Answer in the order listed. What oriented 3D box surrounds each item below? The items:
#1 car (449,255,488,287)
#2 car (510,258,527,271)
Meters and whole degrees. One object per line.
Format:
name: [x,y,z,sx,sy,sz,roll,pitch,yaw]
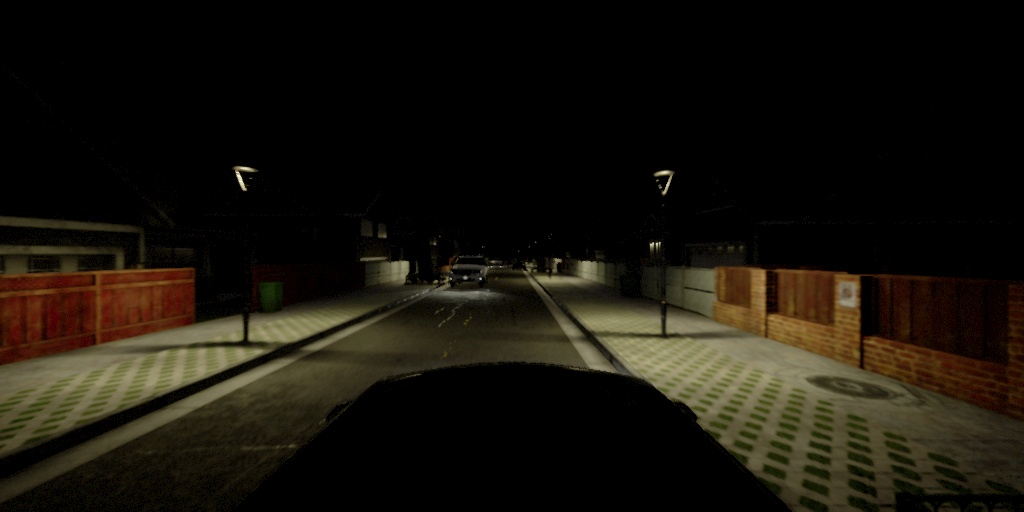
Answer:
car: [-2.842,0.964,24.616,2.150,2.045,5.566,0,0,0]
car: [0.969,1.229,49.644,1.837,1.490,4.892,0,0,0]
